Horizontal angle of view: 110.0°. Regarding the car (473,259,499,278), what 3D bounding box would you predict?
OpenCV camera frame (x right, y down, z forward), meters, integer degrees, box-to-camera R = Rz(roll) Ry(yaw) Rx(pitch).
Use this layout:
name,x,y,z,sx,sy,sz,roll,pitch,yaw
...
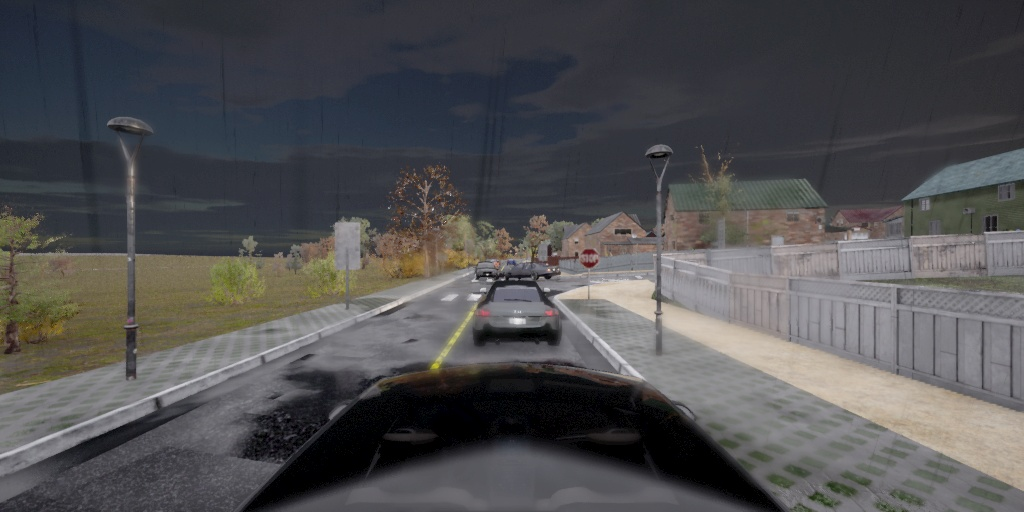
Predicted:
name,x,y,z,sx,sy,sz,roll,pitch,yaw
car,-2.312,1.258,31.302,1.837,1.490,4.892,0,0,-8

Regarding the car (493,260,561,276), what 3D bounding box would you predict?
name,x,y,z,sx,sy,sz,roll,pitch,yaw
car,1.282,1.198,28.398,5.357,1.411,2.033,-4,-3,43

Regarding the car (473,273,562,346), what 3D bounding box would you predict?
name,x,y,z,sx,sy,sz,roll,pitch,yaw
car,0.086,1.313,9.381,1.994,1.385,4.181,0,0,-1

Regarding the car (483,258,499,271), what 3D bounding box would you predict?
name,x,y,z,sx,sy,sz,roll,pitch,yaw
car,-2.949,1.121,51.119,2.097,1.767,4.553,0,0,1

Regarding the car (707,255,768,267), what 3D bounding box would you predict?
name,x,y,z,sx,sy,sz,roll,pitch,yaw
car,14.344,0.413,22.801,4.181,1.385,1.994,-3,0,16

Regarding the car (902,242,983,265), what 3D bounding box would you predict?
name,x,y,z,sx,sy,sz,roll,pitch,yaw
car,23.850,-0.208,20.399,4.902,1.511,2.128,-3,0,14
